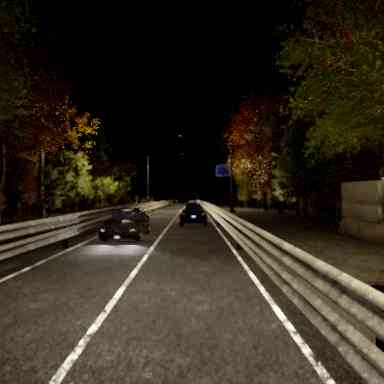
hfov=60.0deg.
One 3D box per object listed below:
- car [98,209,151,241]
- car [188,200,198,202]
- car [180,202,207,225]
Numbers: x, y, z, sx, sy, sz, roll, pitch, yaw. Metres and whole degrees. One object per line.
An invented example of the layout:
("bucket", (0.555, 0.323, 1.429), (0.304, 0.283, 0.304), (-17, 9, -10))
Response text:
("car", (-3.264, 1.610, 17.196), (2.033, 1.411, 5.357), (0, 0, 0))
("car", (0.115, 1.955, 47.715), (2.128, 1.511, 4.902), (0, -1, 0))
("car", (0.108, 1.693, 24.980), (1.994, 1.385, 4.181), (0, -1, 0))
